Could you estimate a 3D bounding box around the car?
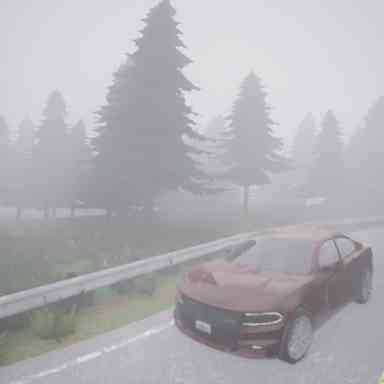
[{"bbox_3d":[1.823,1.442,6.152,1.882,1.535,5.008,2,2,42],"label":"car"}]
